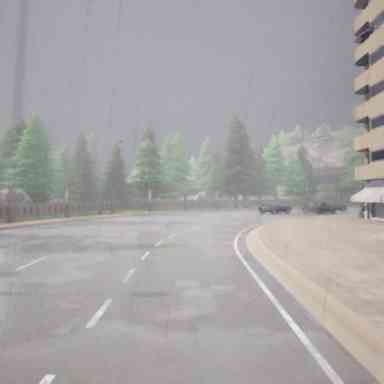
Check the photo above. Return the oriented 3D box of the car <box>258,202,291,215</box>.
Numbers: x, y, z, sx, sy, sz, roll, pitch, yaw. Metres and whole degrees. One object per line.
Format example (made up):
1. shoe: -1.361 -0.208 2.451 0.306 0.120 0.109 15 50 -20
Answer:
1. car: 9.856 1.869 39.377 4.902 1.511 2.128 0 -1 -41

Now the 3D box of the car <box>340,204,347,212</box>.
1. car: 18.883 1.933 45.366 4.902 1.511 2.128 0 -1 -21

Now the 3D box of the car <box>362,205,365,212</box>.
1. car: 24.463 1.993 43.667 4.181 1.385 1.994 0 -1 -14

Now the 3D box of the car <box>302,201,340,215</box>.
1. car: 14.937 1.906 39.316 4.674 1.442 1.812 0 -1 -34
